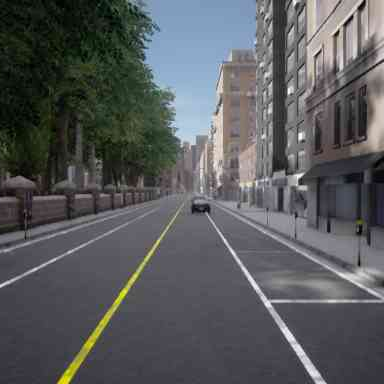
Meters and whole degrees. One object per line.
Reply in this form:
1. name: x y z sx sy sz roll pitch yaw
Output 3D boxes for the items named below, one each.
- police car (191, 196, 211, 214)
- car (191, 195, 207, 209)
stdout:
1. police car: 0.900 1.415 34.971 1.930 1.638 5.238 0 0 0
2. car: 0.896 1.332 44.828 2.097 1.767 4.553 0 0 0
